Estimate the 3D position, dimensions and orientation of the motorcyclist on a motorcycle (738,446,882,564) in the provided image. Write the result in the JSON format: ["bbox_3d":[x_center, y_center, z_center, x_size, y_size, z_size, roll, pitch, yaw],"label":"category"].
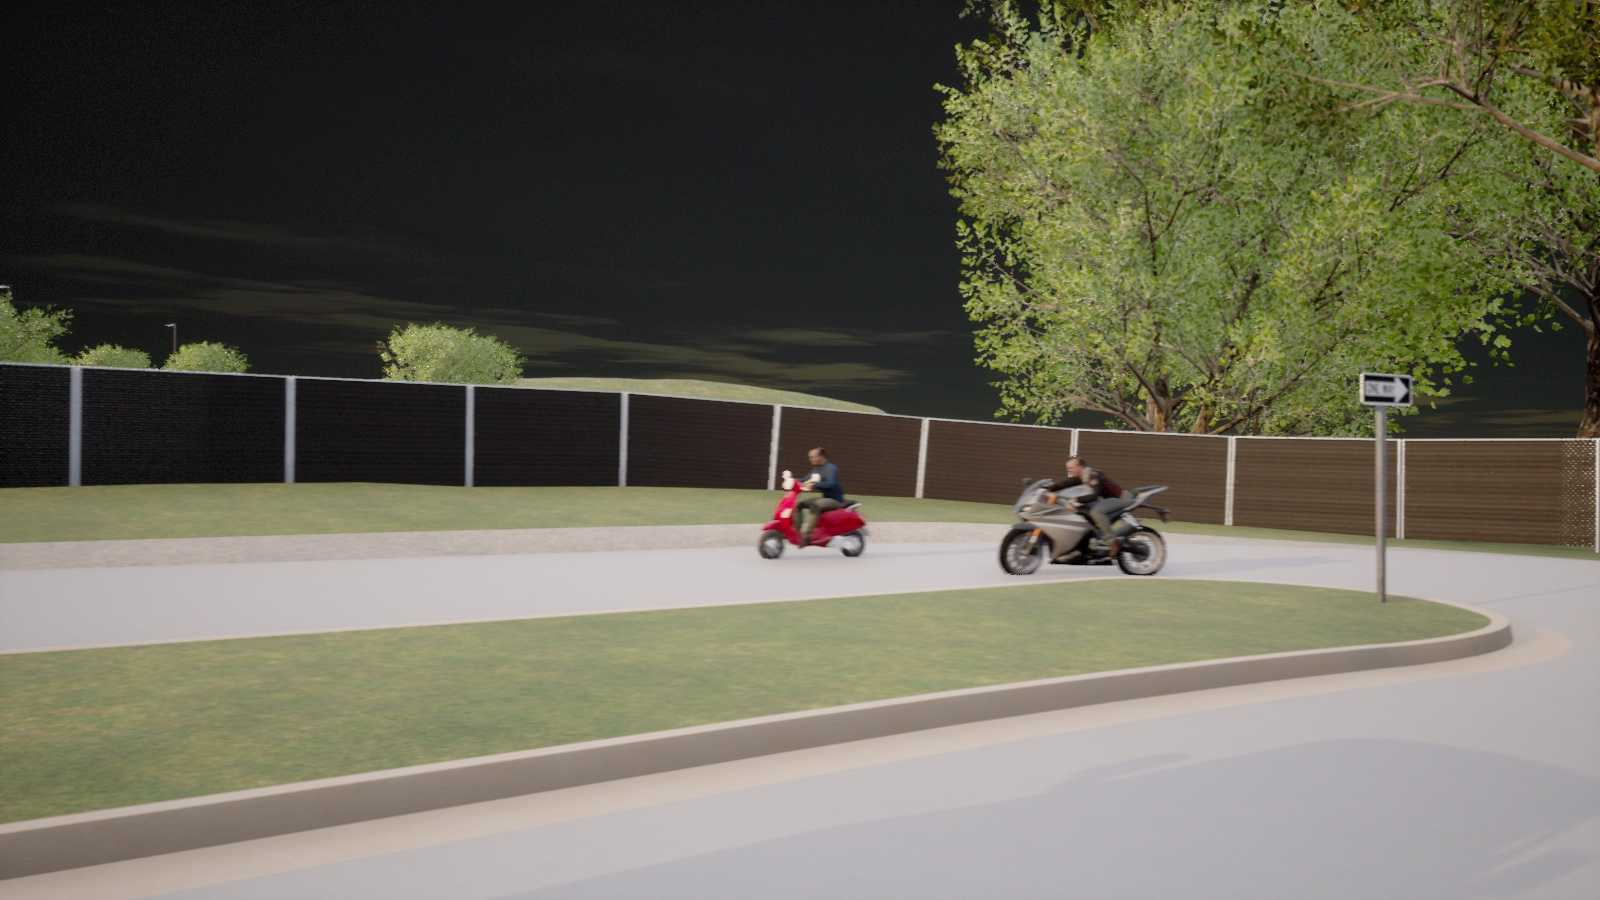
[{"bbox_3d":[0.148,0.753,17.751,1.817,1.590,0.866,1,0,-29],"label":"motorcyclist on a motorcycle"}]

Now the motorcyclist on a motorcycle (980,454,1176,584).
[{"bbox_3d":[3.450,0.849,15.712,2.191,1.530,0.866,1,2,-8],"label":"motorcyclist on a motorcycle"}]
